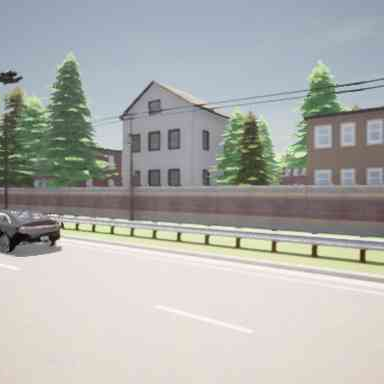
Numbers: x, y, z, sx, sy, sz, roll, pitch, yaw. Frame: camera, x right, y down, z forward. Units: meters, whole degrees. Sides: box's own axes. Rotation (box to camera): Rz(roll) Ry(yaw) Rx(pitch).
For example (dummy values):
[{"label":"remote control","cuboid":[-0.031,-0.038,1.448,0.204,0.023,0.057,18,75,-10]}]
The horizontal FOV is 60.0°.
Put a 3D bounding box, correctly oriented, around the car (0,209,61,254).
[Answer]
[{"label":"car","cuboid":[-7.298,1.459,13.458,4.902,1.511,2.128,0,0,36]}]
